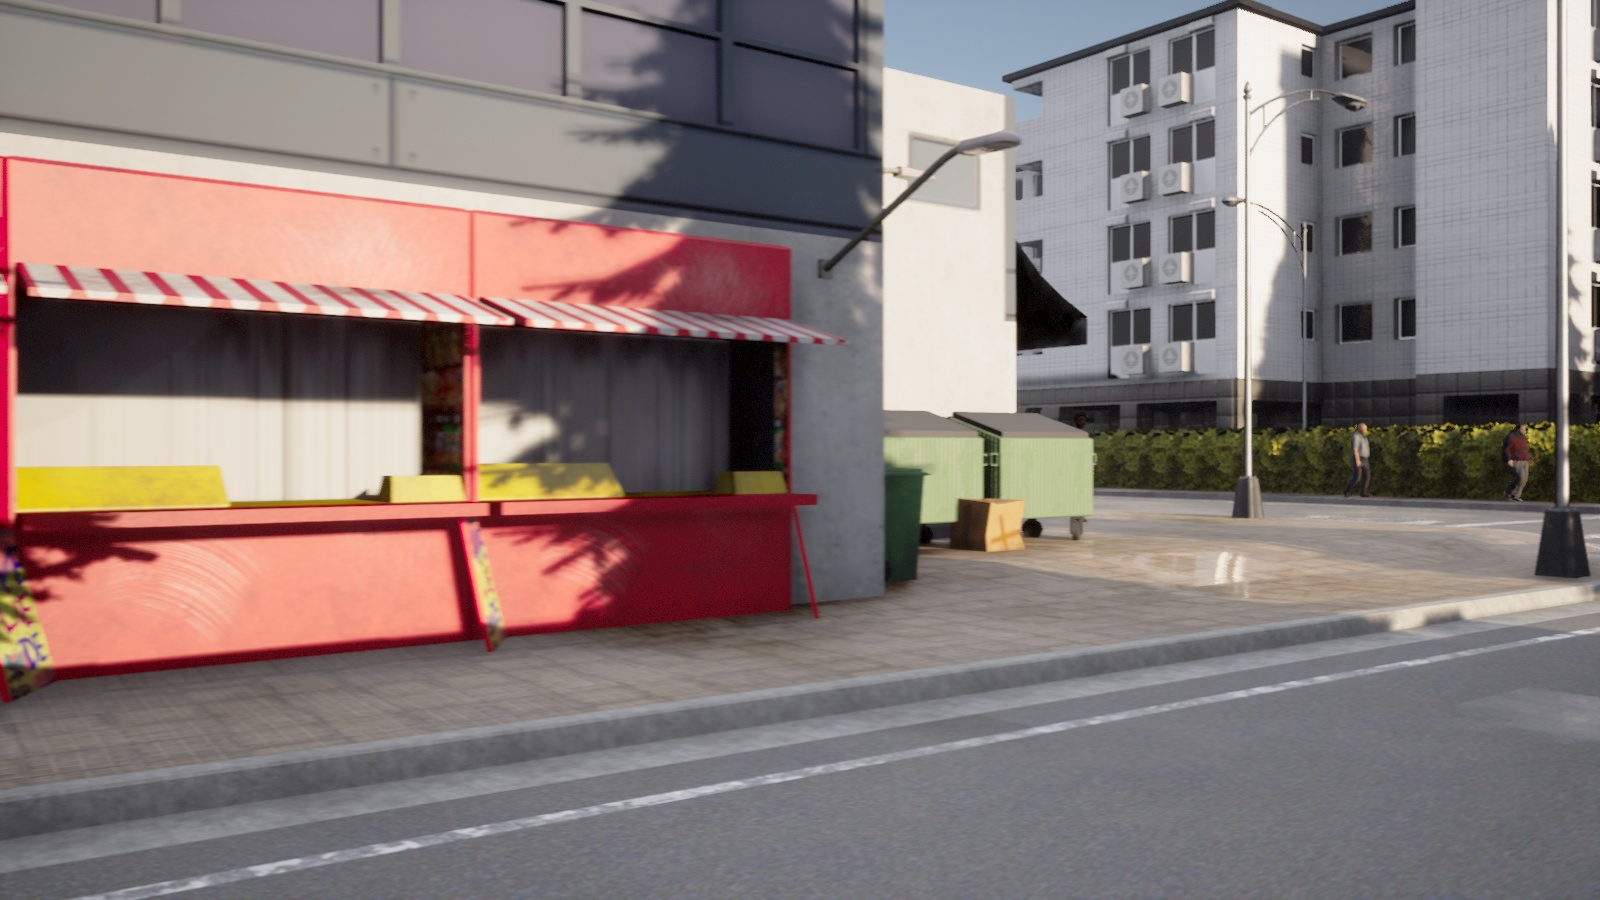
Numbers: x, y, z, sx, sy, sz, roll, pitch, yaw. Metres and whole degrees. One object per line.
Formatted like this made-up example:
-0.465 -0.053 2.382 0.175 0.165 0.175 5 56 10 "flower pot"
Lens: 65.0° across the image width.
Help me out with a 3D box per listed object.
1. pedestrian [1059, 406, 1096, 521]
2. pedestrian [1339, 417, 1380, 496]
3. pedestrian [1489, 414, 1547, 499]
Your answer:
4.448 0.208 20.132 0.328 1.805 0.869 0 0 -5 "pedestrian"
13.358 0.156 29.973 0.540 1.848 0.694 0 0 -34 "pedestrian"
15.910 0.141 27.845 0.634 1.844 0.899 0 0 -20 "pedestrian"
